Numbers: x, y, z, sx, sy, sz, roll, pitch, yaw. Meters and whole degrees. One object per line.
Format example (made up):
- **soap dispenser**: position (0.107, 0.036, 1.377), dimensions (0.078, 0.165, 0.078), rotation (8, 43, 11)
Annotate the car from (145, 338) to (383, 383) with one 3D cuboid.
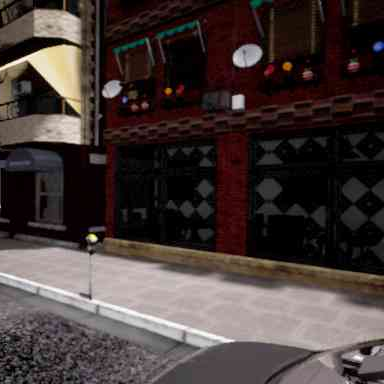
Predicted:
- **car**: position (1.483, 1.551, 1.652), dimensions (4.403, 1.369, 2.008), rotation (0, 1, 35)
